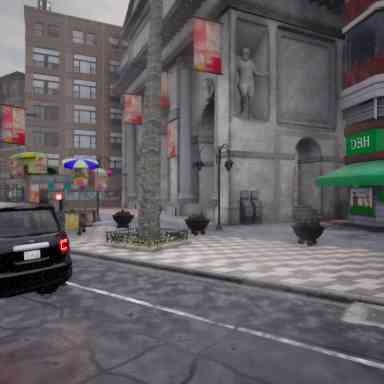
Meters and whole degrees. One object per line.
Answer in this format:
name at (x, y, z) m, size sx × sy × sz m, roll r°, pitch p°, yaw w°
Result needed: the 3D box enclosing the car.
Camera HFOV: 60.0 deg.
car at (-5.042, 1.221, 7.538) m, size 5.566 × 2.045 × 2.150 m, roll 0°, pitch 0°, yaw 36°
